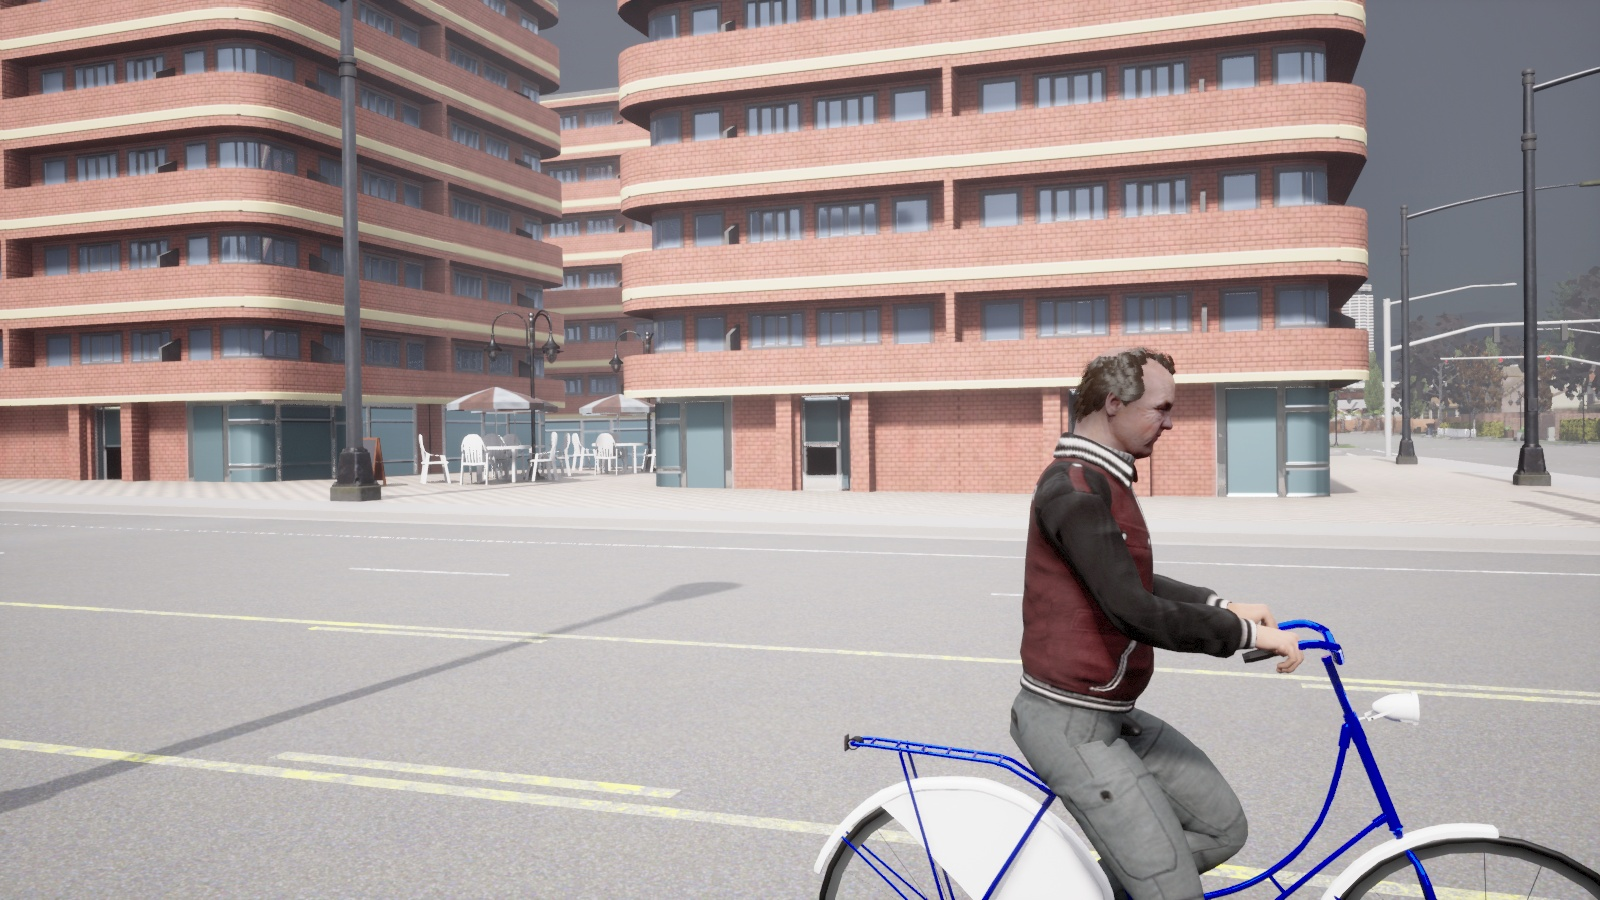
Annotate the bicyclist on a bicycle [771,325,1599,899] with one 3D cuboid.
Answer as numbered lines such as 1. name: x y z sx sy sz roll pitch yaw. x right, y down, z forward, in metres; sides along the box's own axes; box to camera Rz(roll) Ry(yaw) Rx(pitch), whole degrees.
1. bicyclist on a bicycle: 0.913 0.654 2.814 1.843 1.776 0.659 0 1 18
